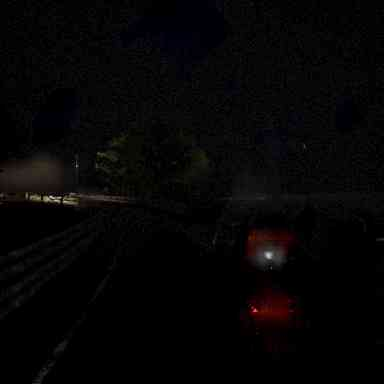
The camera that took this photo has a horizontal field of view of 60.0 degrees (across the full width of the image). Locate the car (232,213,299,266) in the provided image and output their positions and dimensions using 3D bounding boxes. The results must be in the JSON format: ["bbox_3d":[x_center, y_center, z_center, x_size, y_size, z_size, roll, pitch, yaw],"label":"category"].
[{"bbox_3d":[2.405,1.475,11.432,1.837,1.490,4.892,0,0,7],"label":"car"}]

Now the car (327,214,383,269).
[{"bbox_3d":[5.859,1.449,10.834,2.128,1.511,4.902,0,0,7],"label":"car"}]

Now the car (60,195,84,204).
[{"bbox_3d":[-19.126,1.235,54.040,2.033,1.411,5.357,-1,1,-38],"label":"car"}]

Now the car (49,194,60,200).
[{"bbox_3d":[-25.523,1.100,62.570,1.994,1.385,4.181,0,1,-32],"label":"car"}]
